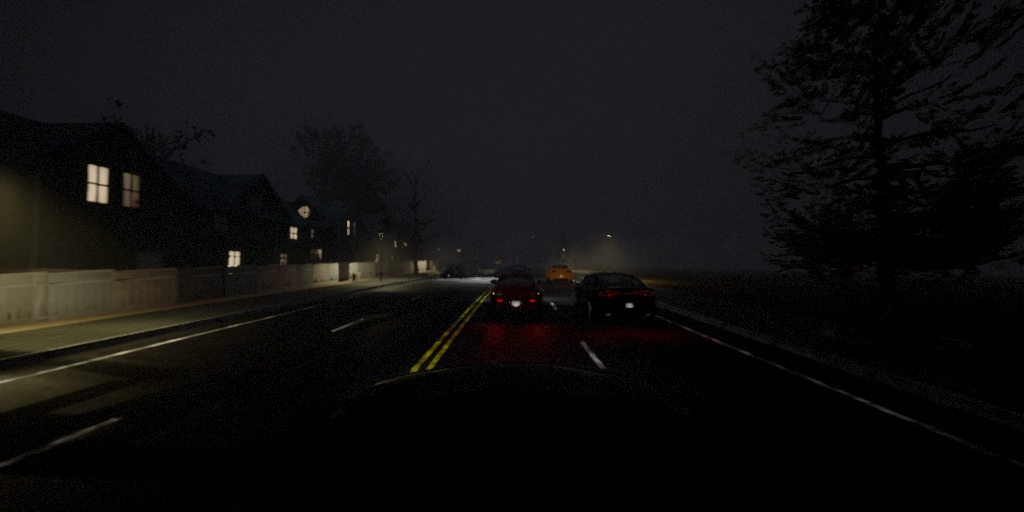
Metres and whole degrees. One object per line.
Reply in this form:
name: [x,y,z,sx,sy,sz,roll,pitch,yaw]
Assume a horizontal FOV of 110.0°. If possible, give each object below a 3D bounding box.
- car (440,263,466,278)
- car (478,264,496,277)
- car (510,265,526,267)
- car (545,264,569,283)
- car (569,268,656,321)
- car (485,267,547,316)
car: [-5.943,1.474,36.869,2.033,1.411,5.357,0,0,2]
car: [-2.582,1.539,38.857,1.895,1.301,4.718,0,0,2]
car: [0.498,1.408,28.688,1.812,1.442,4.674,0,0,2]
car: [3.772,1.363,29.249,1.882,1.535,5.008,0,0,2]
car: [3.404,1.281,12.718,1.882,1.535,5.008,0,0,1]
car: [0.171,1.331,13.610,1.812,1.442,4.674,0,0,1]
